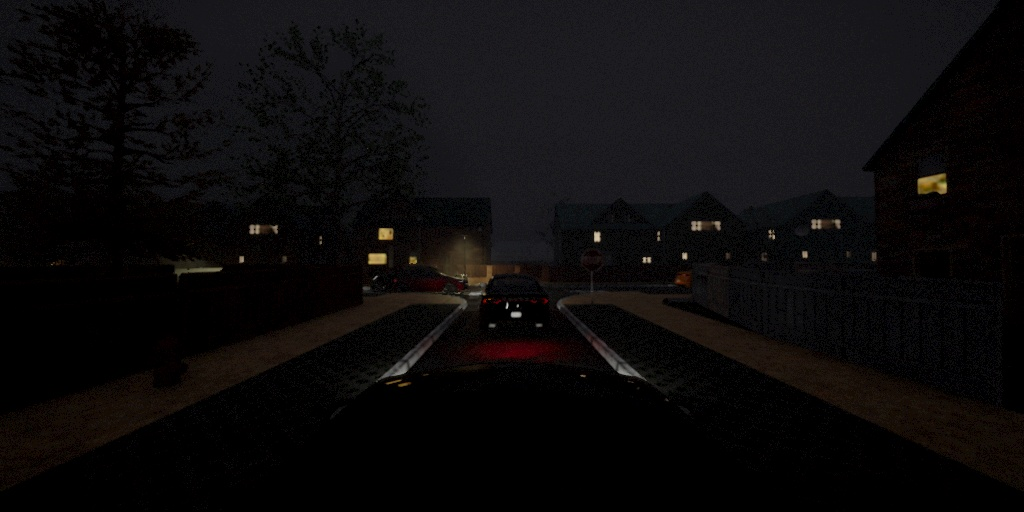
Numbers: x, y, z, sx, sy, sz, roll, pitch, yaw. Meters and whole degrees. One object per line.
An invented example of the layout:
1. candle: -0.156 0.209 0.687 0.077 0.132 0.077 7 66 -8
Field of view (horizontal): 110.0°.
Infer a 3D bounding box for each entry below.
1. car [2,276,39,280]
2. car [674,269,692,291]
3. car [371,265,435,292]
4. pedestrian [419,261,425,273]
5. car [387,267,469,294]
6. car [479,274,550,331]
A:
1. car: -34.011 1.837 24.006 4.892 1.490 1.837 -1 -2 1
2. car: 11.983 1.245 20.501 5.008 1.535 1.882 0 -2 1
3. car: -6.819 1.383 23.681 4.553 1.767 2.097 -1 -2 1
4. pedestrian: -6.732 1.263 26.596 0.375 1.860 0.375 0 -1 1
5. car: -4.634 1.481 20.700 4.181 1.385 1.994 -1 -2 1
6. car: 0.015 1.287 11.269 1.882 1.535 5.008 0 0 -2
